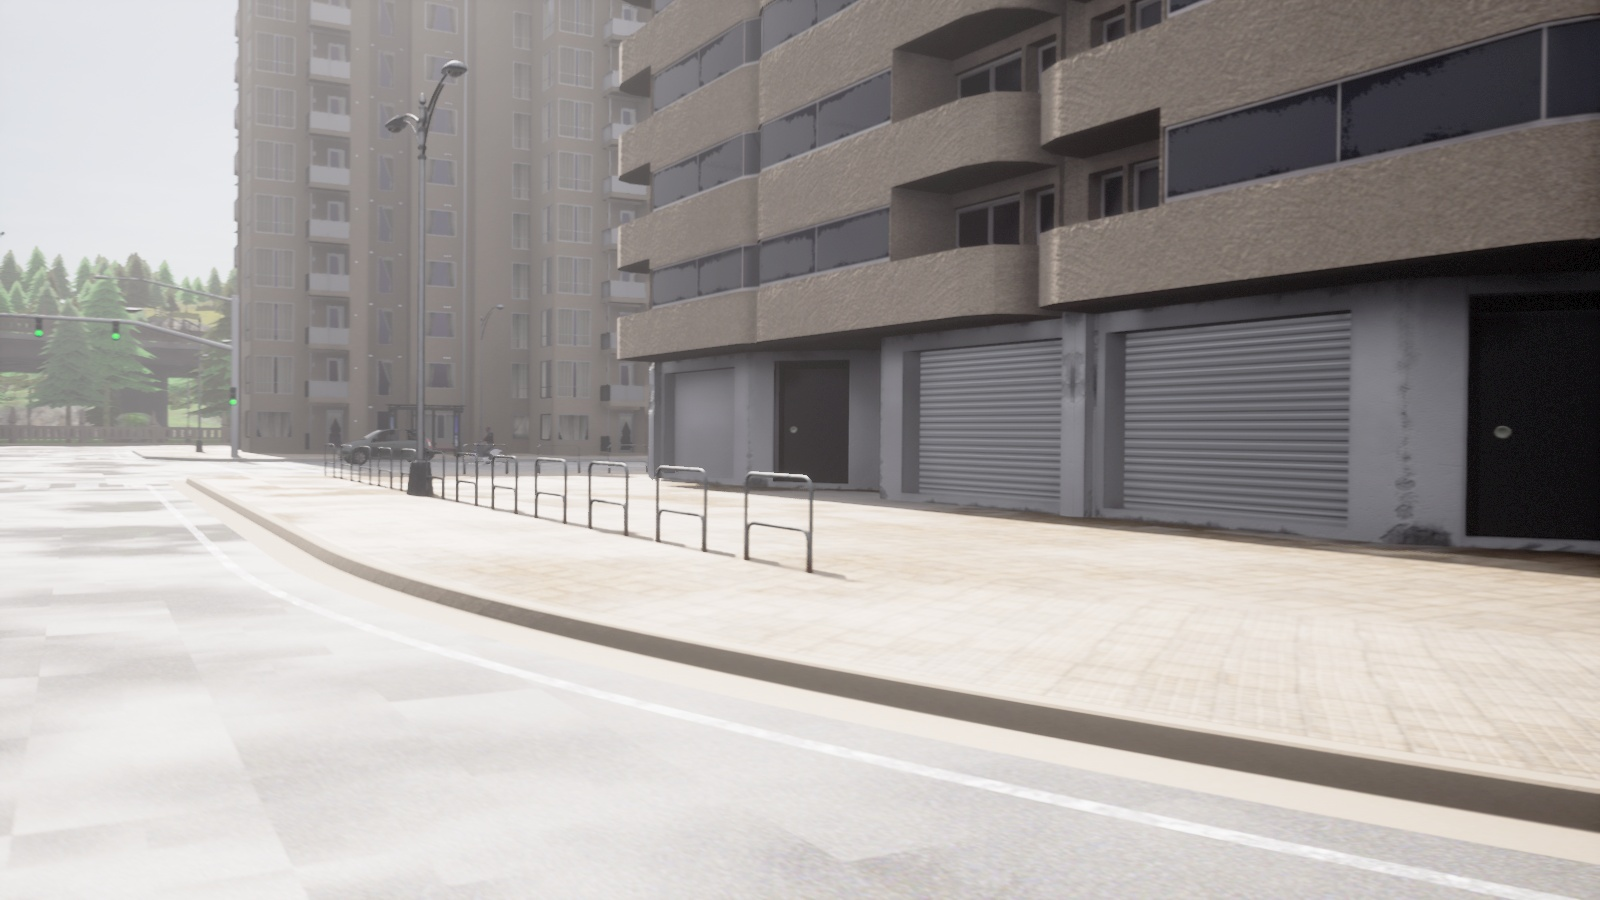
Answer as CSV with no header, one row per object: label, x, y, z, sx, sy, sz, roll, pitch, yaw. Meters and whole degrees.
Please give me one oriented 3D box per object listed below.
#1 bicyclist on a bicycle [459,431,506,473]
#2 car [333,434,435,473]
bicyclist on a bicycle,-13.758,0.086,54.452,1.843,1.776,0.659,-1,1,-31
car,-18.447,0.137,55.729,3.988,1.617,1.851,-1,1,-30
